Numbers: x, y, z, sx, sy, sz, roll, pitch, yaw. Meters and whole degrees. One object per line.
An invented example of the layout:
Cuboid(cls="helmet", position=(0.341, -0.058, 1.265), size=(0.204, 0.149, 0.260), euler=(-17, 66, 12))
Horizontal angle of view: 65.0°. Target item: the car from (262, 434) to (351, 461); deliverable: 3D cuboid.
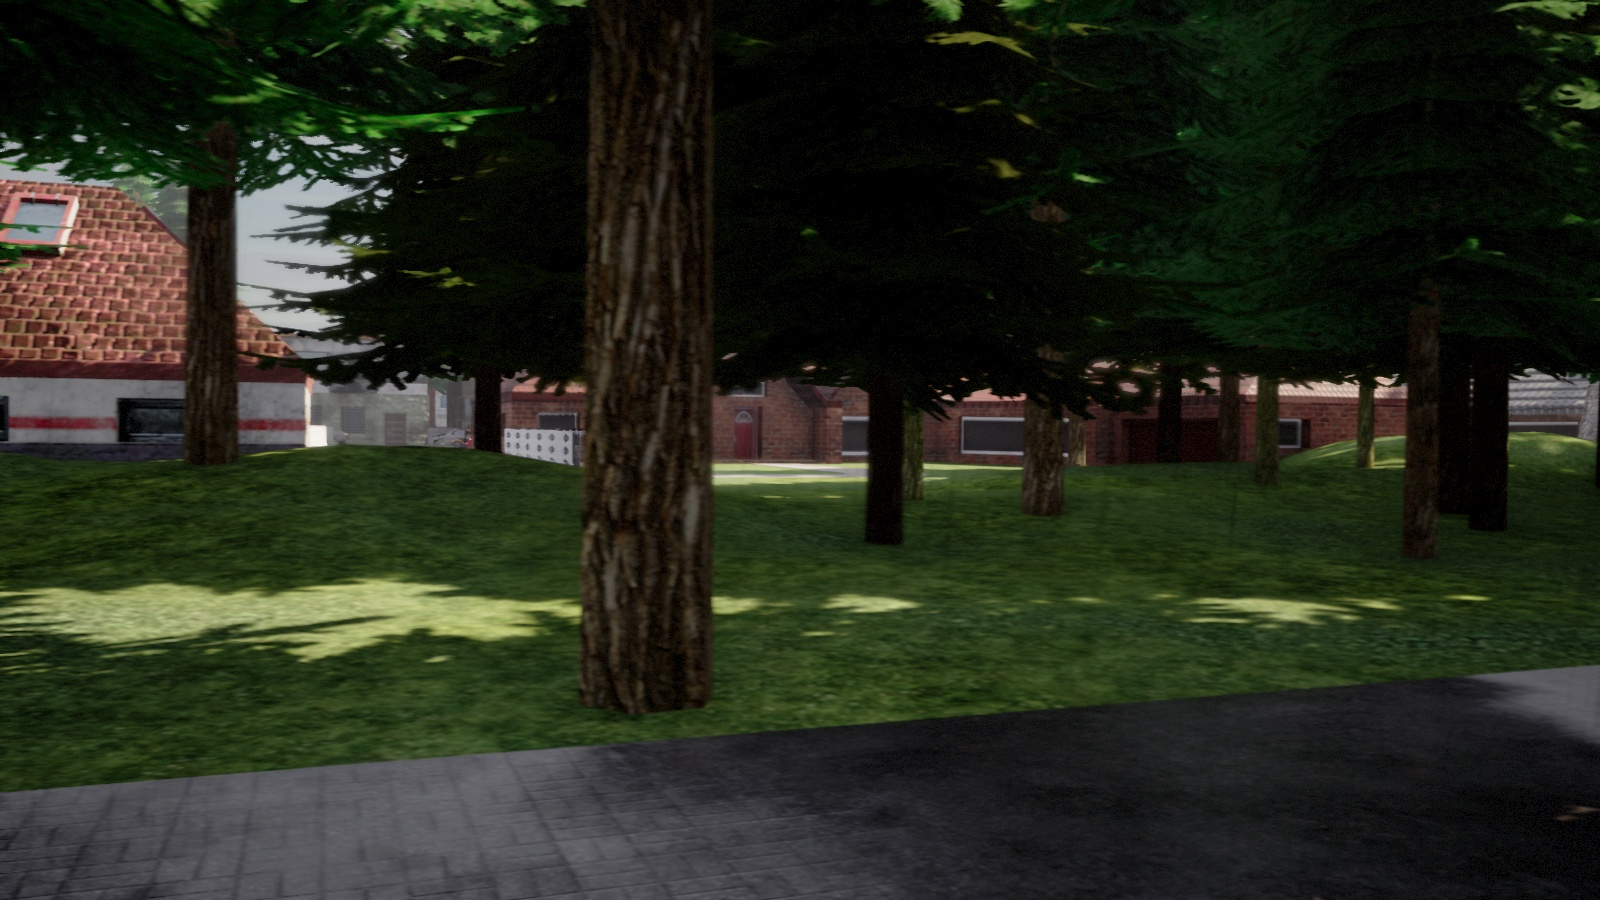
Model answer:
Cuboid(cls="car", position=(-29.835, -0.161, 76.060), size=(4.902, 1.511, 2.128), euler=(-1, 1, -21))

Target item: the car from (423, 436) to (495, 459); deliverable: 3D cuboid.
Cuboid(cls="car", position=(-21.500, -0.195, 79.232), size=(4.181, 1.385, 1.994), euler=(-1, 1, -21))
